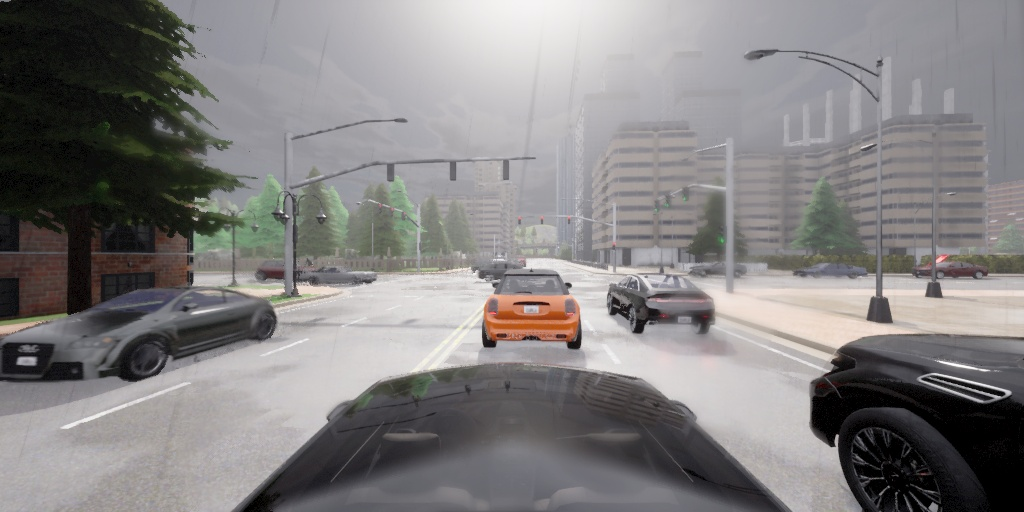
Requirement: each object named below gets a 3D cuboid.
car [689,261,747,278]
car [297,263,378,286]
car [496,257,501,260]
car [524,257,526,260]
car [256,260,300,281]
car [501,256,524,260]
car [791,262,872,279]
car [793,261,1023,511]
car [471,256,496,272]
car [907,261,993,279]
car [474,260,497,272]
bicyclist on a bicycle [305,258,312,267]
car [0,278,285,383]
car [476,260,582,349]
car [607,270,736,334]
[{"bbox_3d":[19.002,1.241,33.254,4.902,1.511,2.128,0,0,4],"label":"car"},{"bbox_3d":[-11.812,1.351,24.746,4.718,1.301,1.895,0,0,4],"label":"car"},{"bbox_3d":[-3.024,1.241,54.804,2.128,1.511,4.902,0,0,4],"label":"car"},{"bbox_3d":[0.781,1.314,58.652,1.994,1.385,4.181,0,0,5],"label":"car"},{"bbox_3d":[-17.775,1.102,28.689,4.553,1.767,2.097,0,0,4],"label":"car"},{"bbox_3d":[0.135,1.102,50.056,2.097,1.767,4.553,0,0,4],"label":"car"},{"bbox_3d":[28.850,1.297,32.544,5.357,1.411,2.033,0,0,4],"label":"car"},{"bbox_3d":[3.708,0.971,0.759,2.150,2.045,5.566,0,0,0],"label":"car"},{"bbox_3d":[-3.759,1.102,45.884,2.097,1.767,4.553,0,0,6],"label":"car"},{"bbox_3d":[38.753,1.228,31.822,5.008,1.535,1.882,0,0,4],"label":"car"},{"bbox_3d":[-0.163,1.255,27.414,4.892,1.490,1.837,0,0,4],"label":"car"},{"bbox_3d":[-22.758,1.051,40.054,0.582,1.620,1.656,0,0,4],"label":"bicyclist on a bicycle"},{"bbox_3d":[-6.818,1.314,7.105,1.994,1.385,4.181,0,0,3],"label":"car"},{"bbox_3d":[0.517,1.102,9.368,2.097,1.767,4.553,0,0,3],"label":"car"},{"bbox_3d":[4.092,1.241,10.596,2.128,1.511,4.902,0,0,4],"label":"car"}]
